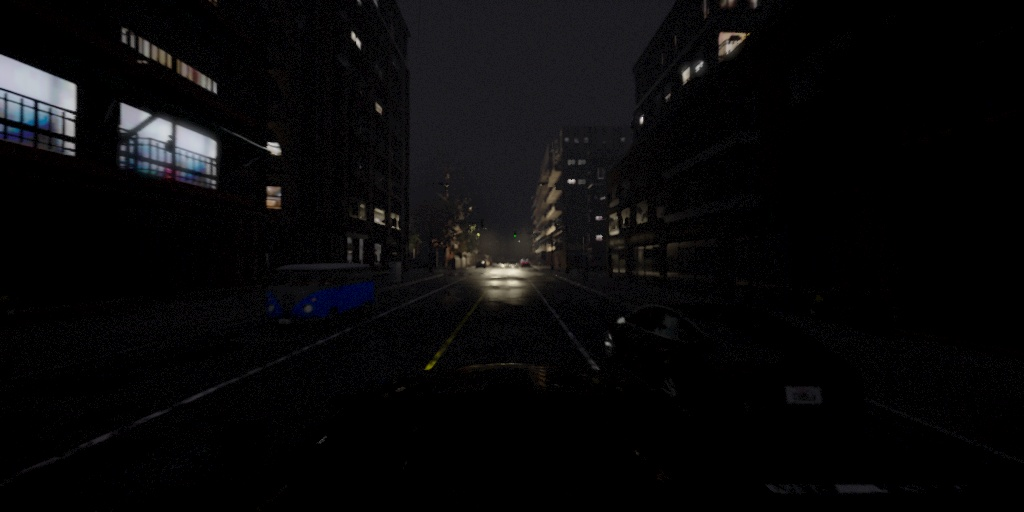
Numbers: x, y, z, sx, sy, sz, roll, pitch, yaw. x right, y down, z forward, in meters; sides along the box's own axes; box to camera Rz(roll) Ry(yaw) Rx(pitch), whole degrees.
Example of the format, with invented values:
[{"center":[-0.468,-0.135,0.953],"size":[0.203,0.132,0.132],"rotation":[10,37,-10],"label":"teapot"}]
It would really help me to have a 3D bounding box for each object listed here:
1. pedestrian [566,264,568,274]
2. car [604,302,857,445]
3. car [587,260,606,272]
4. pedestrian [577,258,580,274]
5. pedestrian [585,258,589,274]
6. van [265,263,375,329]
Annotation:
[{"center":[6.147,1.406,39.770],"size":[0.500,1.100,0.500],"rotation":[0,0,0],"label":"pedestrian"},{"center":[2.693,1.327,5.388],"size":[1.948,1.339,4.313],"rotation":[0,0,0],"label":"car"},{"center":[13.466,1.544,53.751],"size":[5.009,1.841,2.192],"rotation":[0,0,-1],"label":"car"},{"center":[7.142,1.039,38.572],"size":[0.375,1.860,0.375],"rotation":[0,0,0],"label":"pedestrian"},{"center":[8.148,1.073,39.172],"size":[0.375,1.860,0.375],"rotation":[0,0,0],"label":"pedestrian"},{"center":[-5.685,1.120,11.050],"size":[1.690,1.789,3.998],"rotation":[0,0,0],"label":"van"}]
